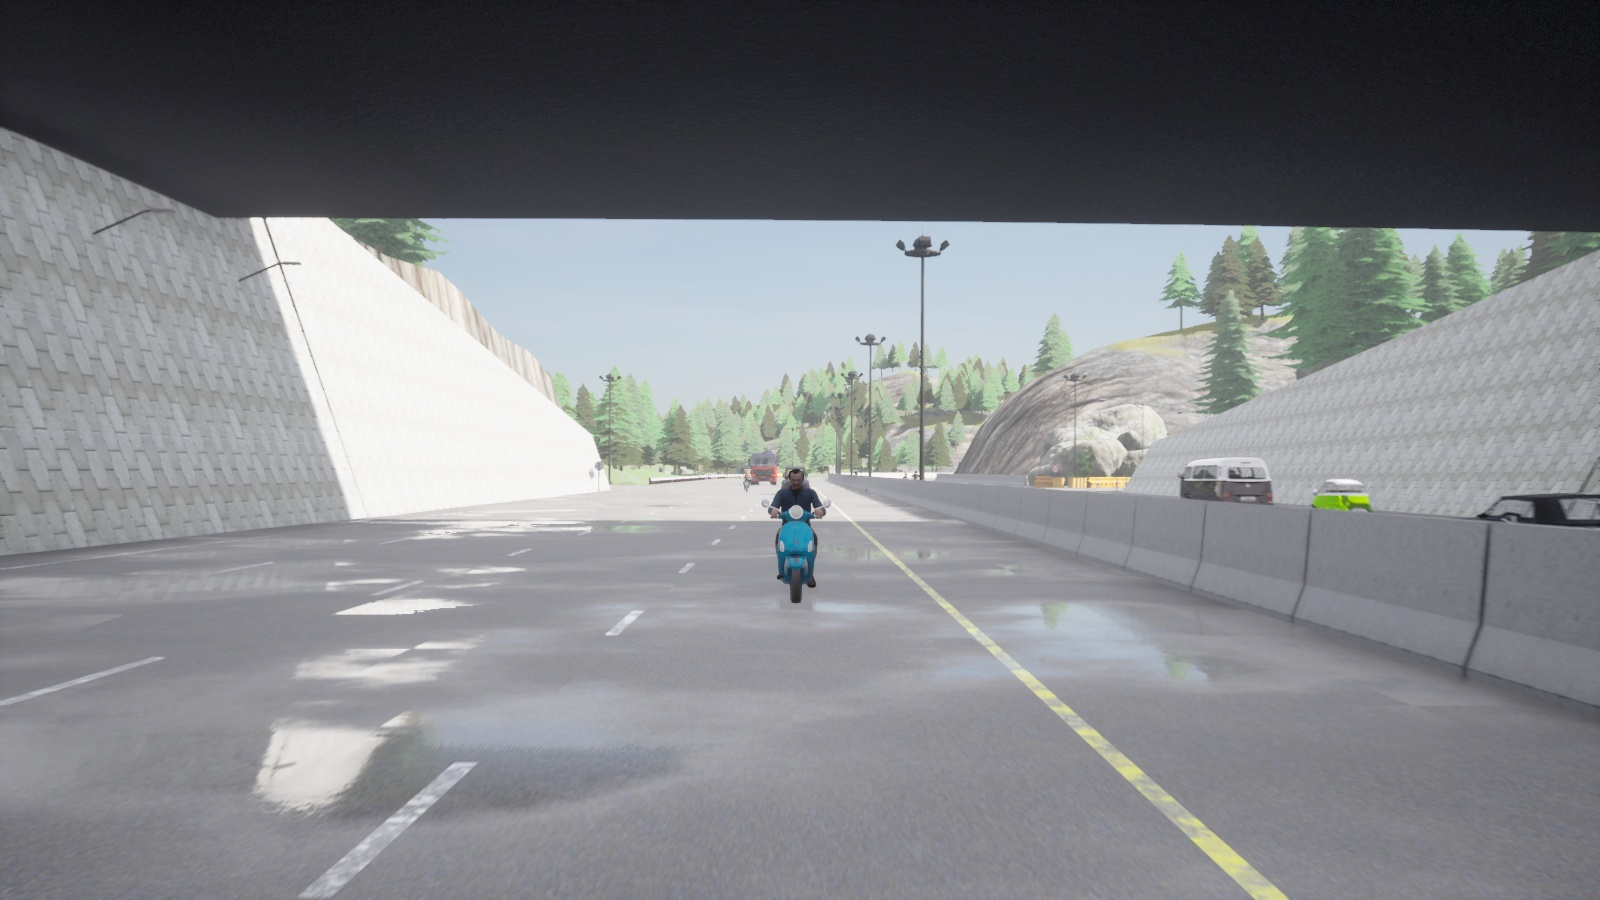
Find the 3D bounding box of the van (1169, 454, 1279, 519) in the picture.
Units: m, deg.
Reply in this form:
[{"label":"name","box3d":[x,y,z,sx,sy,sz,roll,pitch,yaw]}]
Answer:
[{"label":"van","box3d":[13.872,1.175,41.339,2.069,2.038,4.480,0,-1,0]}]

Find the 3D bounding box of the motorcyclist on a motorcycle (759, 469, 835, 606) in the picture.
[{"label":"motorcyclist on a motorcycle","box3d":[-0.038,1.027,15.469,0.866,1.590,1.817,0,-1,0]}]

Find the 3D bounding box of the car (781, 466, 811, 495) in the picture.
[{"label":"car","box3d":[-0.271,1.981,81.825,1.905,1.878,3.866,0,-1,0]}]

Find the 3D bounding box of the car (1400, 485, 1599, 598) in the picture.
[{"label":"car","box3d":[10.457,1.166,17.515,1.895,1.301,4.718,0,-1,0]}]

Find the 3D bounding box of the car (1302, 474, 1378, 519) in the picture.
[{"label":"car","box3d":[17.376,1.477,40.472,1.481,1.376,2.207,0,-1,0]}]
